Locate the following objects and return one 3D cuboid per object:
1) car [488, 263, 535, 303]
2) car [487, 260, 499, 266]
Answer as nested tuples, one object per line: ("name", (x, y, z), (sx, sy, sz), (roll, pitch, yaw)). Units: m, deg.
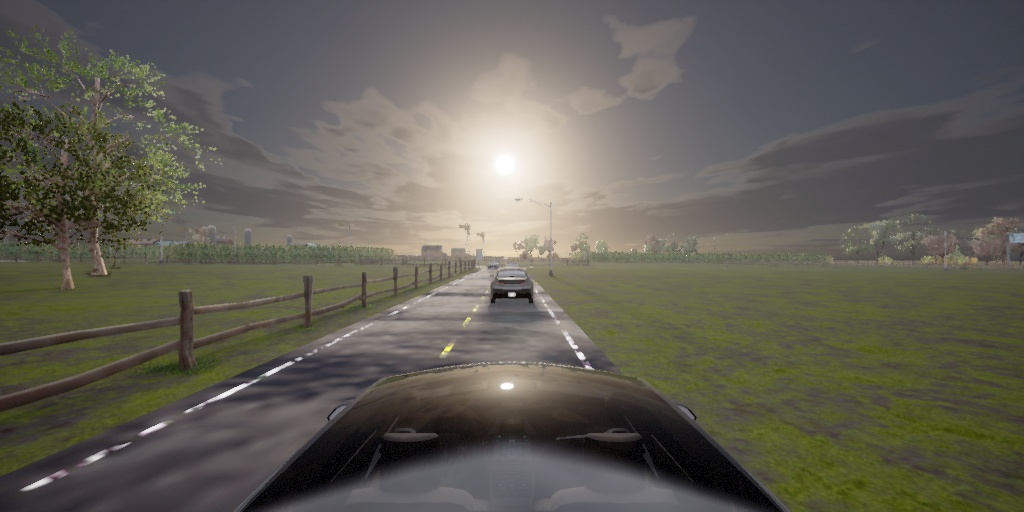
("car", (0.000, 1.267, 16.500), (1.837, 1.490, 4.892), (0, 0, 0))
("car", (-2.750, 1.339, 55.503), (2.033, 1.411, 5.357), (0, 0, 0))
